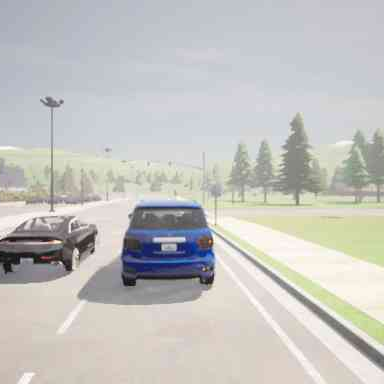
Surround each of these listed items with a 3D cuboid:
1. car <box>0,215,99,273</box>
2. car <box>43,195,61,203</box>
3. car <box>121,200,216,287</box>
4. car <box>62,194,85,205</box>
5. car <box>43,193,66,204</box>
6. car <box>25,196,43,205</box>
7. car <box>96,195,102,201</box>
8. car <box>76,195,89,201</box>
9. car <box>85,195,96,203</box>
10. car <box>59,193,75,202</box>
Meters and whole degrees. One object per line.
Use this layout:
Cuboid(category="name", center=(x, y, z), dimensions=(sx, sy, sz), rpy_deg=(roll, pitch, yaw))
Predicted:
Cuboid(category="car", center=(-4.289, 1.487, 10.658), dimensions=(2.128, 1.511, 4.902), rpy_deg=(0, 0, -5))
Cuboid(category="car", center=(-28.903, 1.489, 68.863), dimensions=(2.128, 1.511, 4.902), rpy_deg=(0, 0, -5))
Cuboid(category="car", center=(-0.683, 1.219, 9.497), dimensions=(2.150, 2.045, 5.566), rpy_deg=(0, 0, -5))
Cuboid(category="car", center=(-21.182, 1.494, 59.658), dimensions=(1.812, 1.442, 4.674), rpy_deg=(0, 0, -4))
Cuboid(category="car", center=(-24.753, 1.473, 60.555), dimensions=(1.837, 1.490, 4.892), rpy_deg=(0, 0, -4))
Cuboid(category="car", center=(-28.193, 1.473, 59.758), dimensions=(1.837, 1.490, 4.892), rpy_deg=(0, 0, -4))
Cuboid(category="car", center=(-22.689, 1.511, 78.772), dimensions=(1.994, 1.385, 4.181), rpy_deg=(0, 0, -5))
Cuboid(category="car", center=(-26.279, 1.511, 79.736), dimensions=(1.994, 1.385, 4.181), rpy_deg=(0, 0, -5))
Cuboid(category="car", center=(-21.868, 1.442, 68.716), dimensions=(1.882, 1.535, 5.008), rpy_deg=(0, 0, -5))
Cuboid(category="car", center=(-29.752, 1.183, 79.262), dimensions=(2.150, 2.045, 5.566), rpy_deg=(0, 0, -5))
